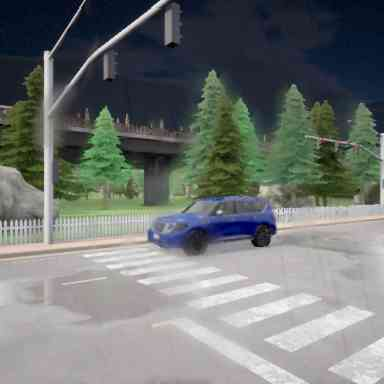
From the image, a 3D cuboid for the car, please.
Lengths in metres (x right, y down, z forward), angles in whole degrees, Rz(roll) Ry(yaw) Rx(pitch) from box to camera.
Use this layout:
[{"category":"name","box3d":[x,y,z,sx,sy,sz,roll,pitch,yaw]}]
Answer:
[{"category":"car","box3d":[1.009,1.222,13.297,5.566,2.045,2.150,0,0,-35]}]
